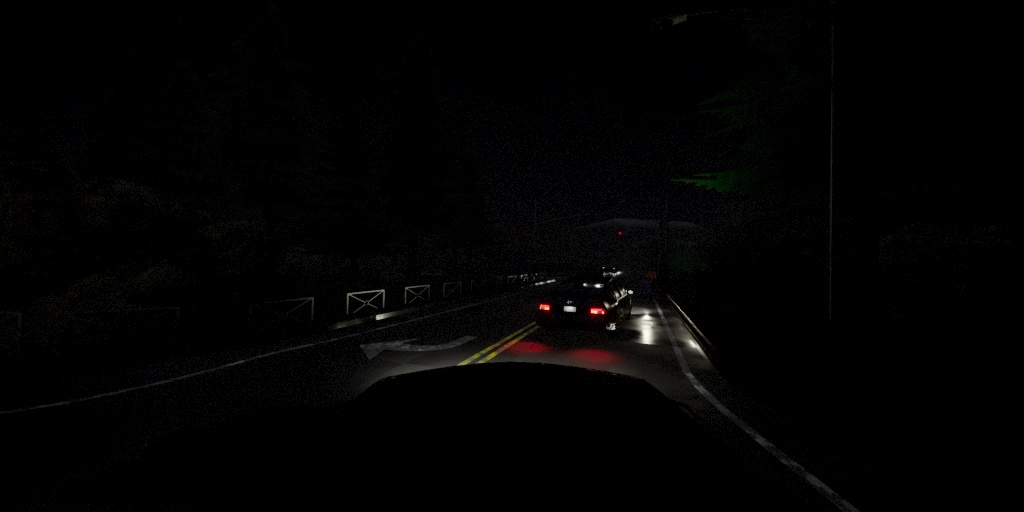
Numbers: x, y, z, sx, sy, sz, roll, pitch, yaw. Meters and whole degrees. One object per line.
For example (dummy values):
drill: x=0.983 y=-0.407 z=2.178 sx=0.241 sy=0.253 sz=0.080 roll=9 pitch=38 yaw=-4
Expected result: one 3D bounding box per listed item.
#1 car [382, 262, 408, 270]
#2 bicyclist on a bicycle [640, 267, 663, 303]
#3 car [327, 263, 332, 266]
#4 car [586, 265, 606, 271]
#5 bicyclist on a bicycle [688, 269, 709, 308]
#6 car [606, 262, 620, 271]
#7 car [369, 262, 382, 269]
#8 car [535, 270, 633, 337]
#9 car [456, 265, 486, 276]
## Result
car: x=-14.769 y=1.636 z=48.137 sx=4.181 sy=1.385 sz=1.994 roll=1 pitch=-1 yaw=20
bicyclist on a bicycle: x=6.430 y=1.346 z=16.489 sx=1.656 sy=1.620 sz=0.582 roll=1 pitch=-1 yaw=-31
car: x=-24.540 y=1.485 z=51.968 sx=5.357 sy=1.411 sz=2.033 roll=1 pitch=-1 yaw=23
car: x=8.568 y=1.835 z=38.075 sx=1.895 sy=1.301 sz=4.718 roll=0 pitch=-2 yaw=19
bicyclist on a bicycle: x=7.874 y=1.358 z=15.107 sx=1.656 sy=1.620 sz=0.582 roll=1 pitch=-1 yaw=-34
car: x=16.338 y=2.010 z=59.913 sx=2.097 sy=1.767 sz=4.553 roll=1 pitch=-1 yaw=20
car: x=-18.866 y=1.614 z=53.564 sx=5.357 sy=1.411 sz=2.033 roll=1 pitch=-1 yaw=22
car: x=2.304 y=1.280 z=10.283 sx=2.033 sy=1.411 sz=5.357 roll=1 pitch=-1 yaw=24
car: x=-5.370 y=1.770 z=44.738 sx=4.181 sy=1.385 sz=1.994 roll=1 pitch=-1 yaw=20
